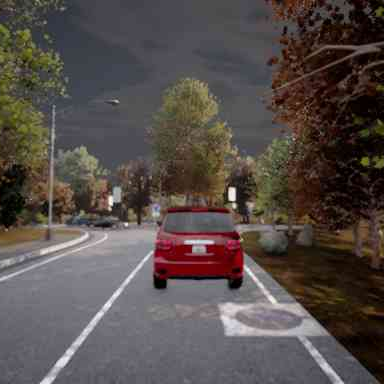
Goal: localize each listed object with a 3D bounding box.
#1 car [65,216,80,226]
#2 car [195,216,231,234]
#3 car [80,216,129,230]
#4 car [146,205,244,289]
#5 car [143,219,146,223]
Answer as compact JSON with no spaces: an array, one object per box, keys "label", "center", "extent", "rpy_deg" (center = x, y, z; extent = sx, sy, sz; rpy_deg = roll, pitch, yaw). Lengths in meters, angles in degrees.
[{"label":"car","center":[-18.909,4.740,55.070],"extent":[2.097,1.767,4.553],"rpy_deg":[-1,-5,17]},{"label":"car","center":[1.968,2.861,29.213],"extent":[2.033,1.411,5.357],"rpy_deg":[-2,-5,15]},{"label":"car","center":[-9.104,3.335,35.852],"extent":[4.902,1.511,2.128],"rpy_deg":[-1,-5,24]},{"label":"car","center":[0.116,1.407,9.834],"extent":[2.150,2.045,5.566],"rpy_deg":[0,-2,-1]},{"label":"car","center":[-7.347,5.684,66.959],"extent":[4.902,1.511,2.128],"rpy_deg":[2,-5,-14]}]
